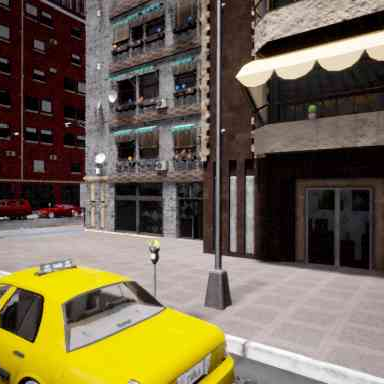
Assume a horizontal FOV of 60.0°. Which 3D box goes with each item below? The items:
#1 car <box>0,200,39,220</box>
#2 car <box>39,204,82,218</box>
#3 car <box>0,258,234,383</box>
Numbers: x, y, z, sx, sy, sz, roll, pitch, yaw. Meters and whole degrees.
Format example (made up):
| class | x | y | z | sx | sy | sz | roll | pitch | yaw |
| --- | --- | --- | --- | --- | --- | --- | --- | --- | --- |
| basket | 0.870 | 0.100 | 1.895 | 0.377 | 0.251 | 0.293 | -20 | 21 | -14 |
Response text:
| class | x | y | z | sx | sy | sz | roll | pitch | yaw |
| --- | --- | --- | --- | --- | --- | --- | --- | --- | --- |
| car | -16.811 | 1.590 | 29.453 | 2.192 | 1.841 | 5.009 | -1 | -2 | 35 |
| car | -13.526 | 1.923 | 34.100 | 1.887 | 1.381 | 4.507 | -1 | -2 | 35 |
| car | -1.860 | 1.525 | 4.191 | 4.829 | 1.417 | 1.752 | 0 | 0 | 35 |
